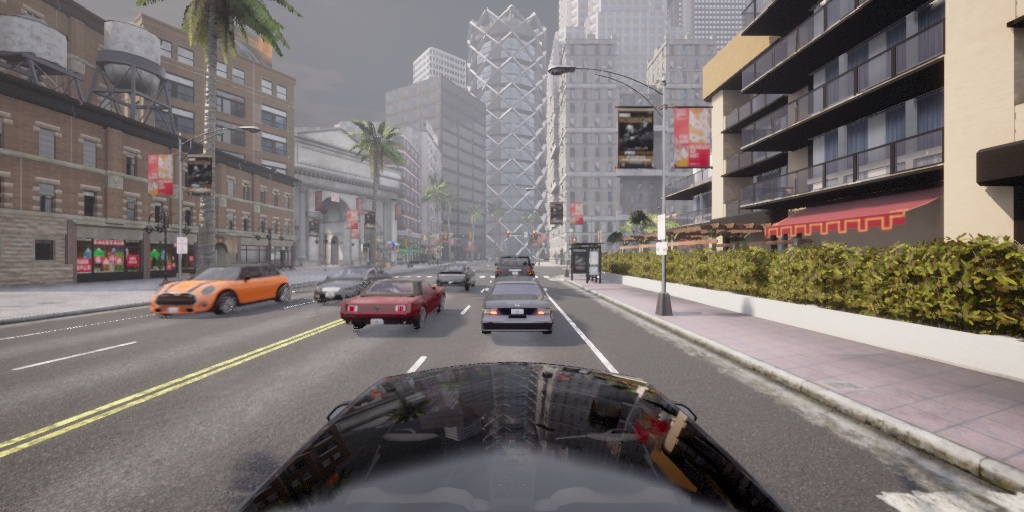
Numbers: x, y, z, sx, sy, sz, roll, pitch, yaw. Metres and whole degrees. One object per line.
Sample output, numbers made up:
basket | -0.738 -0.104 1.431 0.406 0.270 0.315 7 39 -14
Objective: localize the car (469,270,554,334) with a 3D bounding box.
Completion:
car | 0.129 1.297 10.579 2.033 1.411 5.357 0 0 0

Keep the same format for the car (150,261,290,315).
car | -10.550 1.102 13.427 2.097 1.767 4.553 0 0 0

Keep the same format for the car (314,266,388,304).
car | -7.030 1.241 16.344 2.128 1.511 4.902 0 0 0

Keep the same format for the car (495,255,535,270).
car | 0.166 0.971 20.830 2.150 2.045 5.566 0 0 0

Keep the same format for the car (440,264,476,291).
car | -3.326 1.241 21.905 2.128 1.511 4.902 0 0 0

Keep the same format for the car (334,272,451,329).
car | -3.363 1.351 11.196 1.895 1.301 4.718 0 0 0
